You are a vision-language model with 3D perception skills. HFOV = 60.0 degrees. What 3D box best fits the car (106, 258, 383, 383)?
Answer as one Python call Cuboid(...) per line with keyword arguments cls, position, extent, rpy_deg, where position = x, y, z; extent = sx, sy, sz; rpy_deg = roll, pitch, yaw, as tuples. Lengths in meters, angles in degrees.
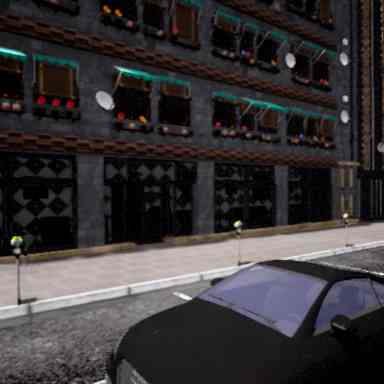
Cuboid(cls="car", position=(1.168, 1.566, 3.894), extent=(4.181, 1.385, 1.994), rpy_deg=(0, 0, -35))
